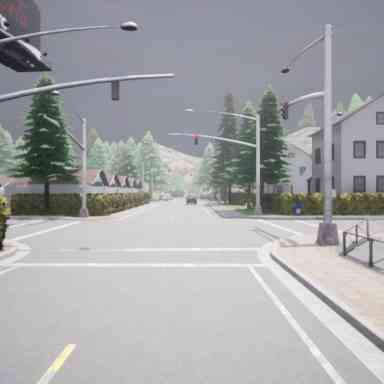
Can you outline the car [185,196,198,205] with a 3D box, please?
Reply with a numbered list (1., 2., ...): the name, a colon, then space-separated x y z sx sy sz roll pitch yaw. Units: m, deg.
1. car: -0.089 1.494 59.293 1.837 1.490 4.892 0 0 0
